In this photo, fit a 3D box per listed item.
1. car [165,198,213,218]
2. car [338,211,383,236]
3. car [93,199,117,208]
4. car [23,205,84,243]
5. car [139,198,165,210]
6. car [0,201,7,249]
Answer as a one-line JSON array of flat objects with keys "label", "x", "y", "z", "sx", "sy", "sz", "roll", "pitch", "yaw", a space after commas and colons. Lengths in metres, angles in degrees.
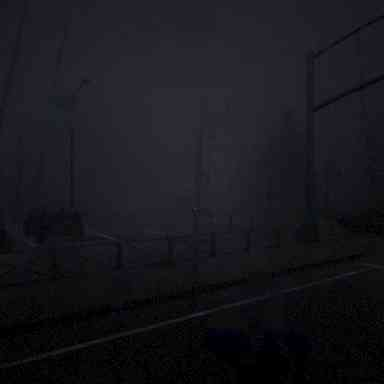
[{"label": "car", "x": -0.111, "y": 1.353, "z": 30.497, "sx": 2.097, "sy": 1.767, "sz": 4.553, "roll": 0, "pitch": 0, "yaw": -36}, {"label": "car", "x": 9.701, "y": 1.601, "z": 16.220, "sx": 1.895, "sy": 1.301, "sz": 4.718, "roll": 0, "pitch": 0, "yaw": -27}, {"label": "car", "x": -12.380, "y": 1.602, "z": 47.276, "sx": 1.895, "sy": 1.301, "sz": 4.718, "roll": 0, "pitch": 0, "yaw": -36}, {"label": "car", "x": -6.410, "y": 1.340, "z": 15.279, "sx": 2.007, "sy": 1.523, "sz": 4.514, "roll": 0, "pitch": 0, "yaw": -36}, {"label": "car", "x": -5.199, "y": 1.526, "z": 43.608, "sx": 1.812, "sy": 1.442, "sz": 4.674, "roll": 0, "pitch": 0, "yaw": -36}, {"label": "car", "x": -8.921, "y": 1.331, "z": 13.398, "sx": 2.152, "sy": 1.636, "sz": 5.027, "roll": 0, "pitch": 0, "yaw": -36}]
